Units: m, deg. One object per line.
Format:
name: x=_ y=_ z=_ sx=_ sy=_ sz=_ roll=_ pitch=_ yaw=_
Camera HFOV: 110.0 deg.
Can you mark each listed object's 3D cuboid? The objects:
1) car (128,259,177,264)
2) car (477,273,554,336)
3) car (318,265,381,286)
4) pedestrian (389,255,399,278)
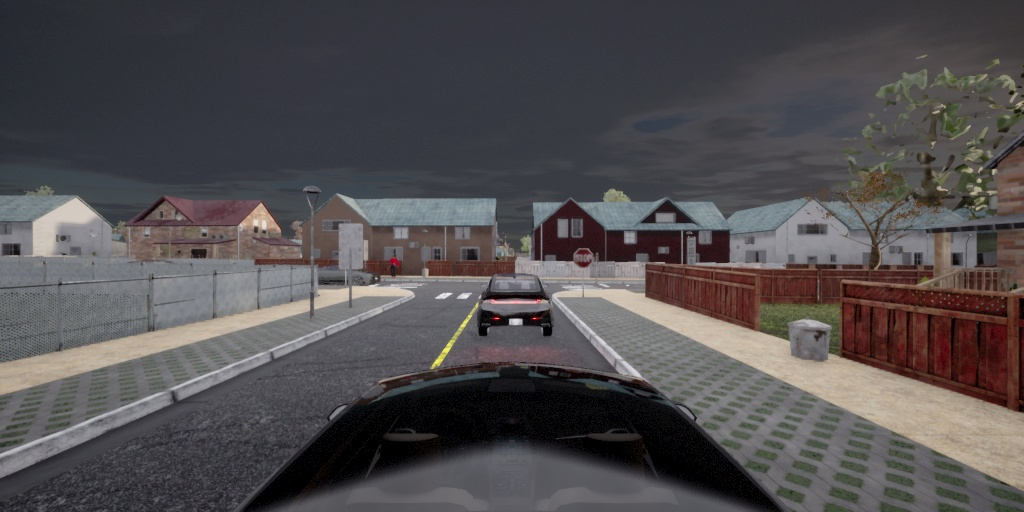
car: x=-22.644 y=1.041 z=22.939 sx=4.892 sy=1.490 sz=1.837 roll=1 pitch=0 yaw=1
car: x=0.077 y=1.241 z=10.321 sx=2.128 sy=1.511 sz=4.902 roll=0 pitch=0 yaw=0
car: x=-10.562 y=1.222 z=22.708 sx=4.181 sy=1.385 sz=1.994 roll=1 pitch=0 yaw=1
pedestrian: x=-9.430 y=0.803 z=28.542 sx=0.375 sy=1.860 sz=0.375 roll=0 pitch=0 yaw=1
